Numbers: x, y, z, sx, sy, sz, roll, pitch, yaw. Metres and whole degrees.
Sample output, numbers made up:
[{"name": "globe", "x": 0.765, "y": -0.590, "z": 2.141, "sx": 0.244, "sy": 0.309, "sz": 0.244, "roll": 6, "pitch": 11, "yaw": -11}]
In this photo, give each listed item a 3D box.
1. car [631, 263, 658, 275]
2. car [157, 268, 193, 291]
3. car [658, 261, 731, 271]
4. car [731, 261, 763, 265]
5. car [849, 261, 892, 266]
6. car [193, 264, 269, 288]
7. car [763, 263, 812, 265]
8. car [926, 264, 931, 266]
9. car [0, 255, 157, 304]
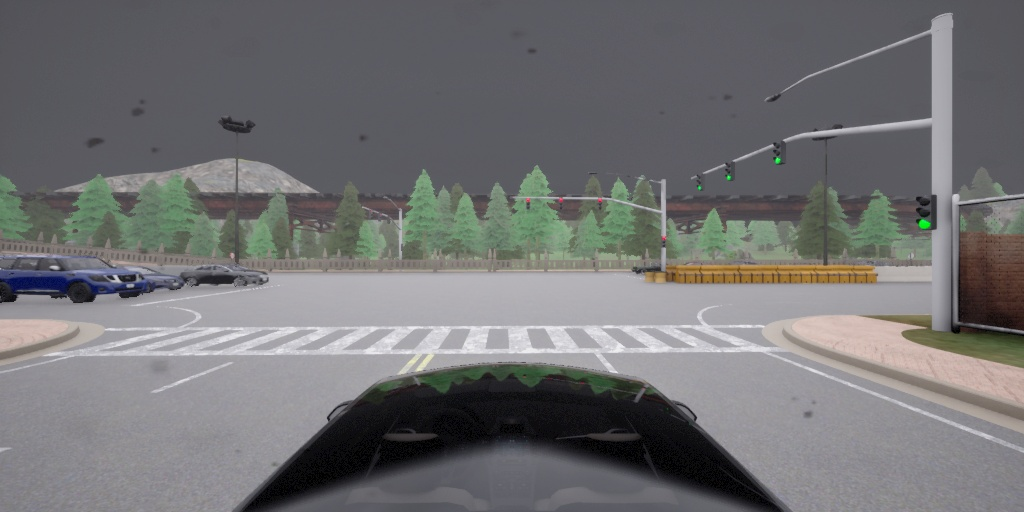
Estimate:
[{"name": "car", "x": 15.291, "y": 1.351, "z": 38.278, "sx": 4.718, "sy": 1.301, "sz": 1.895, "roll": 0, "pitch": 0, "yaw": -2}, {"name": "car", "x": -20.636, "y": 1.272, "z": 19.445, "sx": 4.674, "sy": 1.442, "sz": 1.812, "roll": 0, "pitch": 0, "yaw": -2}, {"name": "car", "x": 15.876, "y": 1.228, "z": 31.294, "sx": 5.008, "sy": 1.535, "sz": 1.882, "roll": 0, "pitch": 0, "yaw": -2}, {"name": "car", "x": 24.543, "y": 1.241, "z": 38.568, "sx": 4.902, "sy": 1.511, "sz": 2.128, "roll": 0, "pitch": 0, "yaw": -2}, {"name": "car", "x": 38.445, "y": 1.240, "z": 38.993, "sx": 4.902, "sy": 1.511, "sz": 2.128, "roll": 0, "pitch": 0, "yaw": -2}, {"name": "car", "x": -18.381, "y": 1.239, "z": 23.019, "sx": 4.902, "sy": 1.511, "sz": 2.128, "roll": 0, "pitch": 0, "yaw": -2}, {"name": "car", "x": 25.118, "y": 1.314, "z": 31.579, "sx": 4.181, "sy": 1.385, "sz": 1.994, "roll": 0, "pitch": 0, "yaw": -2}, {"name": "car", "x": 38.271, "y": 1.314, "z": 31.984, "sx": 4.181, "sy": 1.385, "sz": 1.994, "roll": 0, "pitch": 0, "yaw": -2}, {"name": "car", "x": -19.691, "y": 0.972, "z": 15.903, "sx": 5.566, "sy": 2.045, "sz": 2.150, "roll": 0, "pitch": 0, "yaw": 0}]
